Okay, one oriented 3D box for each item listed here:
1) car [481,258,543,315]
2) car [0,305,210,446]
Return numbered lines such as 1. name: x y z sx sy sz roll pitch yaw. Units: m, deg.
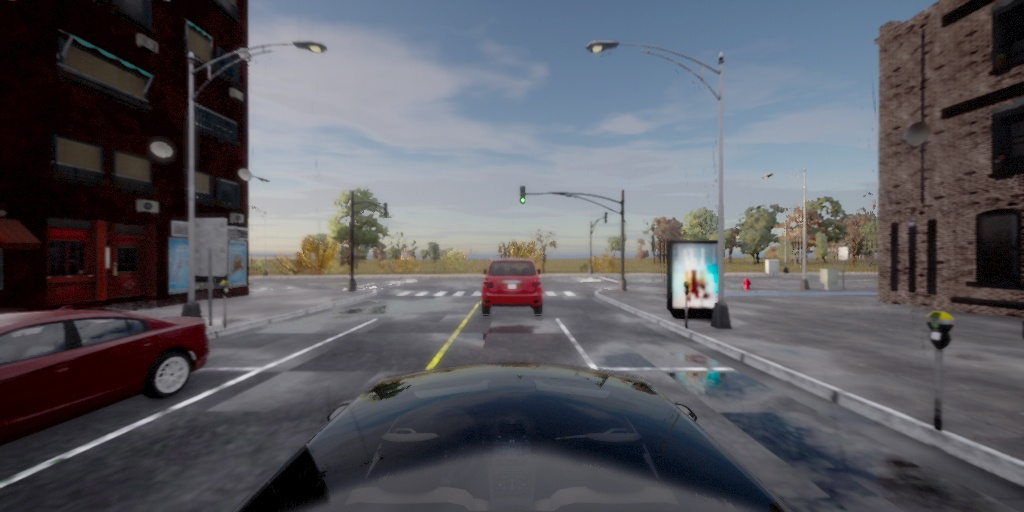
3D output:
1. car: 0.006 1.105 14.361 2.150 2.045 5.566 0 0 0
2. car: -5.691 1.317 3.845 1.888 1.381 4.507 0 0 0
